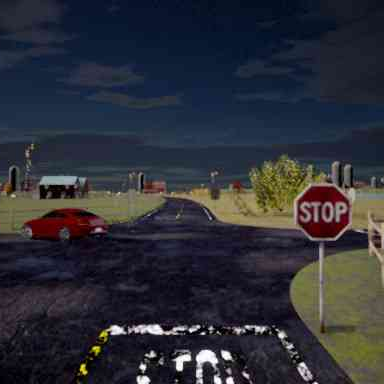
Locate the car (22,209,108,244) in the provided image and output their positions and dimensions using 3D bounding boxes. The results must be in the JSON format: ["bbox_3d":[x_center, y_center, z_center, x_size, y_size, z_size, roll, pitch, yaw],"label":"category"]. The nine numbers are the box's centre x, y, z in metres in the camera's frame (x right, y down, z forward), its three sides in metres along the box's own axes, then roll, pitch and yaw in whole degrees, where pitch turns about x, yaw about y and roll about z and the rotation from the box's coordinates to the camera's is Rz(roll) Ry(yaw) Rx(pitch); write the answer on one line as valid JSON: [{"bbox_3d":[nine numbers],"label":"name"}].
[{"bbox_3d":[-5.920,1.500,15.433,4.674,1.442,1.812,-1,-2,33],"label":"car"}]
